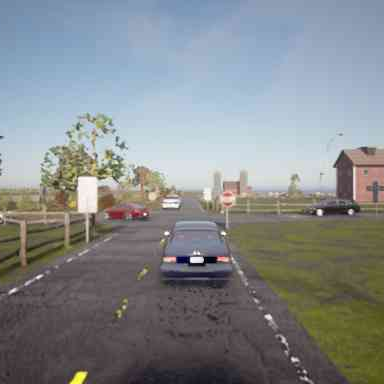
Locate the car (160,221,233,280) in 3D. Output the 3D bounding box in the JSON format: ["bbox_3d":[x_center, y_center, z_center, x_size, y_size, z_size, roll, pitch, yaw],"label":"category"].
[{"bbox_3d":[0.105,1.591,10.028,2.033,1.411,5.357,0,0,0],"label":"car"}]

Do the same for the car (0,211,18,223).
[{"bbox_3d":[-17.438,1.958,28.150,4.718,1.301,1.895,-1,0,1],"label":"car"}]

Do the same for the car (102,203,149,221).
[{"bbox_3d":[-5.916,1.719,29.357,4.674,1.442,1.812,-1,0,34],"label":"car"}]

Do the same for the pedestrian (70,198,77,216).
[{"bbox_3d":[-12.140,1.564,34.068,0.375,1.860,0.375,0,1,0],"label":"pedestrian"}]

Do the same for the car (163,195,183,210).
[{"bbox_3d":[-2.804,1.424,46.200,2.150,2.045,5.566,0,0,0],"label":"car"}]

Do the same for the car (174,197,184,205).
[{"bbox_3d":[-2.713,1.831,69.758,1.812,1.442,4.674,0,0,0],"label":"car"}]

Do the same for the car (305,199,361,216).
[{"bbox_3d":[12.979,1.423,30.835,4.892,1.490,1.837,-1,0,0],"label":"car"}]
